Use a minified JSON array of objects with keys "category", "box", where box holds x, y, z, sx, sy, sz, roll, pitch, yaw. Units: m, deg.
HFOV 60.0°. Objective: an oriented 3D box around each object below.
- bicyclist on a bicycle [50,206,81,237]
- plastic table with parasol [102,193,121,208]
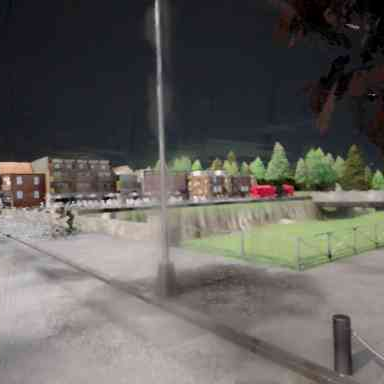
[{"category":"bicyclist on a bicycle","box":[-6.914,1.602,18.217,1.656,1.620,0.582,-2,0,-38]},{"category":"plastic table with parasol","box":[-14.466,1.474,59.632,2.482,2.480,2.482,-2,0,-38]}]
